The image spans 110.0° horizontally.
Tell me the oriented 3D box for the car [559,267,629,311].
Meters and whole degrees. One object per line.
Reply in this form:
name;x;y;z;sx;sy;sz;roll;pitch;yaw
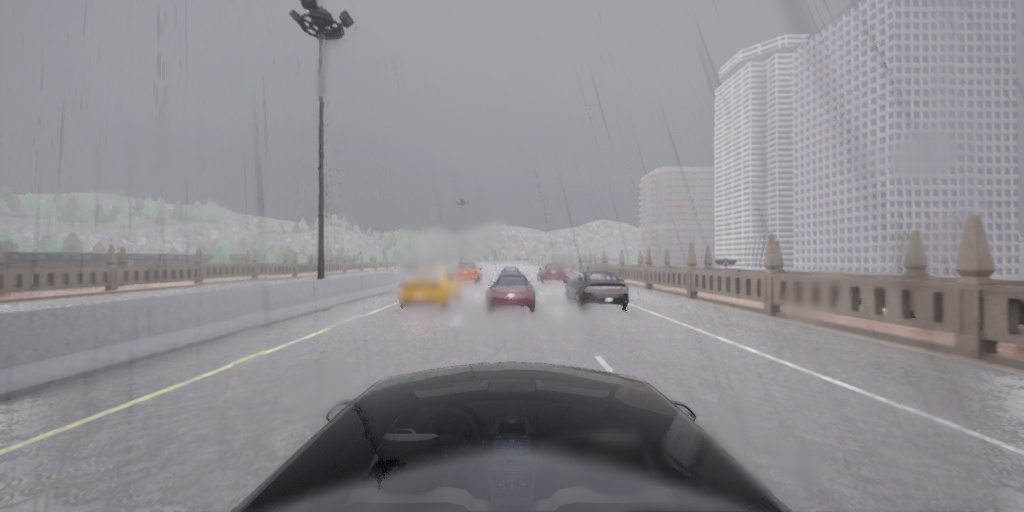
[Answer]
car;3.511;1.387;15.341;2.128;1.511;4.902;0;0;0

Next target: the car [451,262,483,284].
car;-3.594;1.404;30.339;2.097;1.767;4.553;0;-1;-1

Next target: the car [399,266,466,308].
car;-3.483;1.379;16.072;1.882;1.535;5.008;0;0;0

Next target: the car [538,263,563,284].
car;3.405;1.405;30.446;2.097;1.767;4.553;0;-1;-1

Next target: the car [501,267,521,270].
car;-0.097;1.618;30.468;1.994;1.385;4.181;0;-1;-1

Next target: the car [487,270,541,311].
car;0.011;1.459;15.389;1.994;1.385;4.181;0;-1;0
